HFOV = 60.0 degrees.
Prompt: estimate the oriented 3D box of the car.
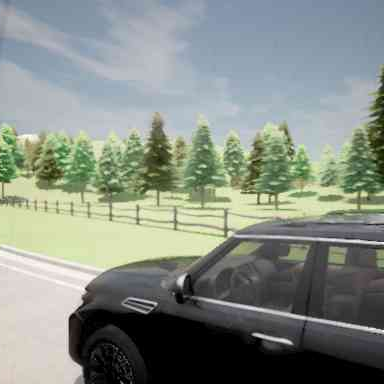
[{"bbox_3d":[1.241,1.217,3.078,5.566,2.045,2.150,0,0,35],"label":"car"}]
